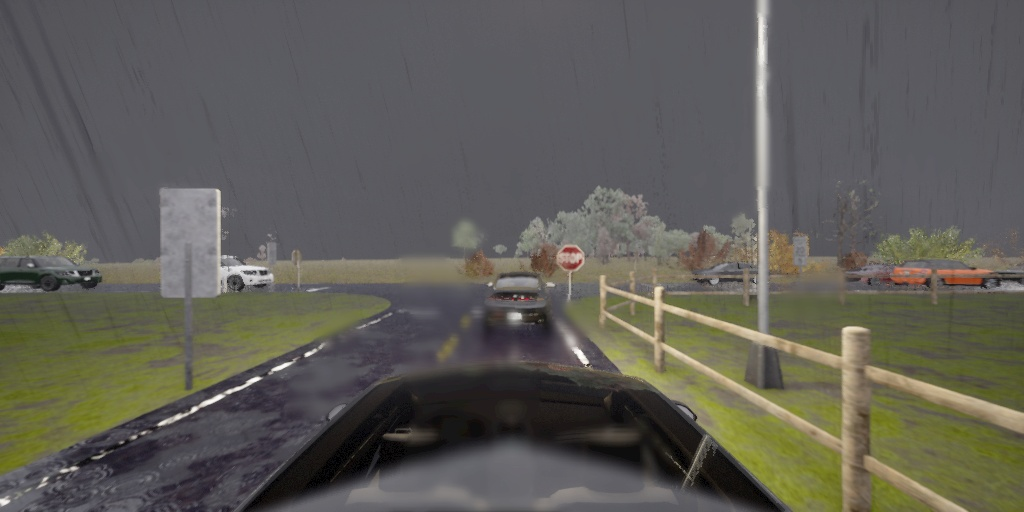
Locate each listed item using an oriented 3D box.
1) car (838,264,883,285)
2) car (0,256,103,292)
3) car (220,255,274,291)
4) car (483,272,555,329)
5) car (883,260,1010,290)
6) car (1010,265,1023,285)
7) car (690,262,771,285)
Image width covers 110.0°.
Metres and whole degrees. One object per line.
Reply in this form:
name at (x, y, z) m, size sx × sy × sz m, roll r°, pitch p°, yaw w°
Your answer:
car at (24.501, 1.207, 23.999) m, size 4.181 × 1.385 × 1.994 m, roll 0°, pitch 0°, yaw 1°
car at (-28.133, 1.006, 21.482) m, size 5.566 × 2.045 × 2.150 m, roll 0°, pitch 0°, yaw 1°
car at (-17.446, 0.976, 21.385) m, size 5.566 × 2.045 × 2.150 m, roll 0°, pitch 0°, yaw 0°
car at (0.264, 1.235, 11.131) m, size 1.837 × 1.490 × 4.892 m, roll 0°, pitch 0°, yaw 4°
car at (25.320, 1.001, 21.044) m, size 4.553 × 1.767 × 2.097 m, roll 0°, pitch 0°, yaw 0°
car at (34.577, 1.230, 23.913) m, size 4.718 × 1.301 × 1.895 m, roll 0°, pitch 0°, yaw 0°
car at (14.557, 1.169, 24.083) m, size 4.892 × 1.490 × 1.837 m, roll 0°, pitch 0°, yaw 0°
